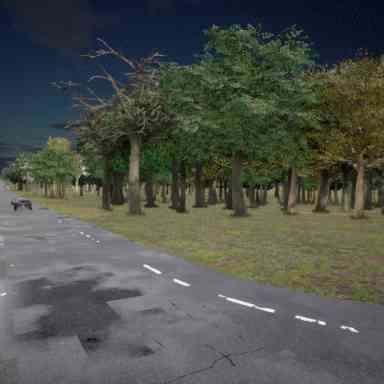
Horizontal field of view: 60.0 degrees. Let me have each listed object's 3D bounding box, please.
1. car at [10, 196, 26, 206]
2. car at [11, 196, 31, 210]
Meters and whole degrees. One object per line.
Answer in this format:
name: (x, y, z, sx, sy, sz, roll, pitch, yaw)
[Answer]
car: (-28.055, 1.394, 53.539, 2.033, 1.411, 5.357, 0, 0, -29)
car: (-21.151, 1.432, 41.426, 1.837, 1.490, 4.892, 0, -1, -30)
